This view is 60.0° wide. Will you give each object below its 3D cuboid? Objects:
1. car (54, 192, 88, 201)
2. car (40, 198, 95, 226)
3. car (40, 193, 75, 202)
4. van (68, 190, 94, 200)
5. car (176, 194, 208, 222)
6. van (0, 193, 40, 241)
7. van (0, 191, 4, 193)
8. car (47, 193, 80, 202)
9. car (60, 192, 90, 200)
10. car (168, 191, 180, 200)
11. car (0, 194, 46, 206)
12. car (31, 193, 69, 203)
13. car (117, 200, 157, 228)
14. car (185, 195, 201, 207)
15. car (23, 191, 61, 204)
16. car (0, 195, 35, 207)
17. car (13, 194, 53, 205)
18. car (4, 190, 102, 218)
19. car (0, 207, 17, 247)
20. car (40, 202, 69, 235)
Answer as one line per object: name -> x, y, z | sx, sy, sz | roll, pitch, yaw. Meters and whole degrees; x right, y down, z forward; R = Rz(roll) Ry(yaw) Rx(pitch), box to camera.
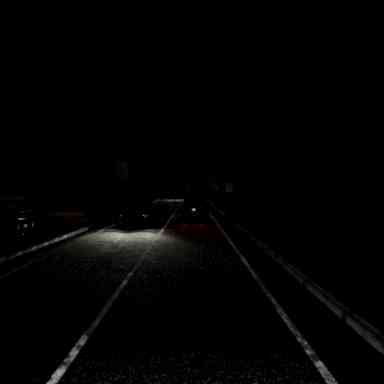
car -> -21.884, 0.813, 60.198 | 5.366, 1.575, 1.946 | 0, 1, 0
car -> -8.782, 1.298, 19.419 | 5.366, 1.575, 1.946 | 0, 1, 0
car -> -22.061, 0.881, 54.649 | 4.892, 1.521, 2.231 | 0, 1, 0
van -> -21.956, 0.528, 65.746 | 4.442, 1.987, 1.878 | 0, 1, 0
car -> 0.118, 1.191, 24.029 | 2.033, 1.649, 4.856 | 0, 1, 0
van -> -9.080, 1.143, 13.810 | 4.442, 1.987, 1.878 | 0, 1, 0
van -> -22.174, 0.851, 37.994 | 4.442, 1.987, 1.878 | 0, 1, 0
car -> -22.098, 0.877, 57.424 | 4.792, 1.488, 2.163 | 0, 1, 0
car -> -22.102, 0.814, 62.975 | 4.792, 1.488, 2.163 | 0, 1, 0
car -> -3.227, 0.572, 62.165 | 1.812, 1.442, 4.674 | 0, 4, 1
car -> -22.056, 1.010, 43.548 | 5.008, 1.535, 2.097 | 0, 1, 0
car -> -22.072, 0.912, 51.874 | 5.008, 1.535, 2.097 | 0, 1, 0
car -> -3.334, 1.274, 20.815 | 1.882, 1.535, 5.008 | 0, 1, 0
car -> 0.132, 1.099, 41.872 | 1.994, 1.385, 4.181 | 0, 1, 0
car -> -22.096, 0.819, 49.097 | 4.553, 1.767, 2.185 | 0, 1, 0
car -> -22.056, 1.083, 40.771 | 4.674, 1.452, 2.002 | 0, 1, 0
car -> -22.060, 1.017, 46.324 | 4.674, 1.452, 2.002 | 0, 1, 0
car -> -8.940, 1.016, 22.219 | 5.566, 2.045, 2.435 | 0, 1, 0
car -> -8.957, 1.403, 11.010 | 5.008, 1.535, 2.097 | 0, 1, 0
car -> -8.968, 1.375, 16.617 | 4.674, 1.452, 2.002 | 0, 1, 0
